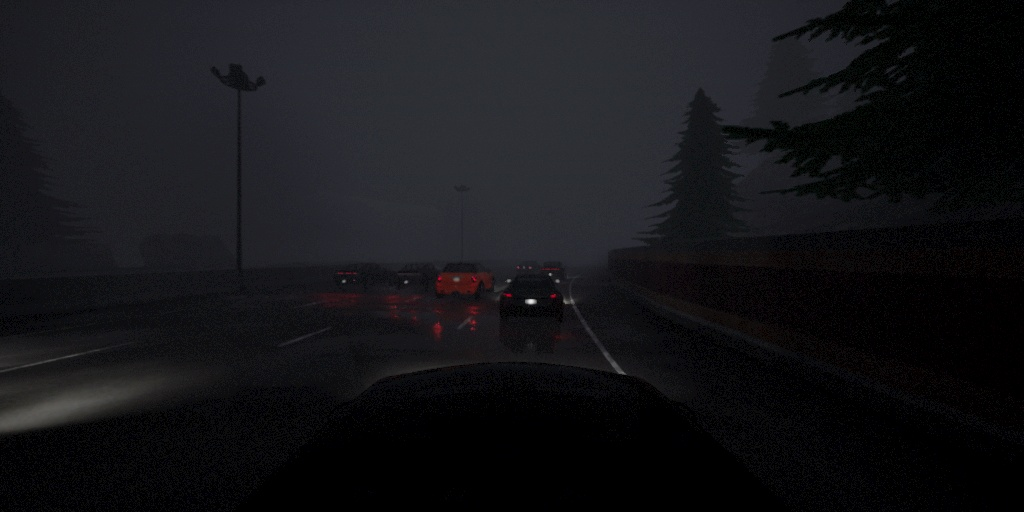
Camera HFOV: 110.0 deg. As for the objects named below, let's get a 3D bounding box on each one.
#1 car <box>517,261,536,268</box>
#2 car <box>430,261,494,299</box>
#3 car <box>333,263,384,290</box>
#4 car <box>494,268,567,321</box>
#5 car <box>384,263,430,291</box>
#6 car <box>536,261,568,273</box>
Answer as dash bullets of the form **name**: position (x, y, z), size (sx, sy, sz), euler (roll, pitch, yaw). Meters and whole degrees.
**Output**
- **car**: position (1.873, 1.182, 37.586), size (2.033, 1.411, 5.357), euler (0, 0, 16)
- **car**: position (-2.170, 1.041, 17.802), size (2.097, 1.767, 4.553), euler (0, 0, 7)
- **car**: position (-8.703, 1.150, 21.714), size (2.128, 1.511, 4.902), euler (0, 0, 8)
- **car**: position (0.719, 1.280, 12.352), size (1.994, 1.385, 4.181), euler (0, 0, 5)
- **car**: position (-5.233, 1.161, 21.305), size (2.128, 1.511, 4.902), euler (0, 0, 8)
- **car**: position (3.459, 1.171, 29.593), size (1.837, 1.490, 4.892), euler (0, 0, 12)
